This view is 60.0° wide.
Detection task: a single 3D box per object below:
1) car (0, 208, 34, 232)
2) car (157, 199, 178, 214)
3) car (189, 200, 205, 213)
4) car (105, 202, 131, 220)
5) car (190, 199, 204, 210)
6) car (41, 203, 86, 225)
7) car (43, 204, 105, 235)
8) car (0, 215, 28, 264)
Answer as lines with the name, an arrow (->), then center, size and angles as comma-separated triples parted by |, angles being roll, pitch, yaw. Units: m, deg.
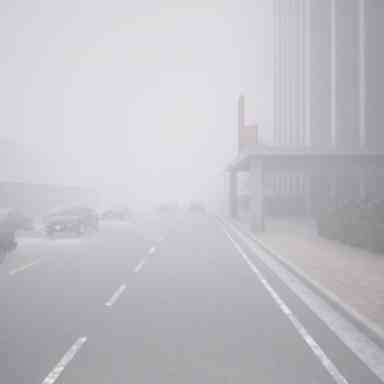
car -> -10.366, 1.614, 18.188 | 1.812, 1.442, 4.674 | 0, 0, 1
car -> -2.928, 1.712, 38.072 | 1.812, 1.442, 4.674 | 0, 0, 1
car -> 0.625, 1.798, 40.166 | 1.895, 1.301, 4.718 | 0, 0, 1
car -> -6.683, 1.671, 29.767 | 1.812, 1.442, 4.674 | 0, 0, 1
car -> 0.739, 1.803, 48.925 | 1.994, 1.385, 4.181 | 0, 0, 1
car -> -10.158, 1.683, 26.715 | 1.812, 1.442, 4.674 | 0, 0, 1
car -> -6.850, 1.600, 19.491 | 1.837, 1.490, 4.892 | 0, 0, 1
car -> -6.994, 1.592, 9.233 | 2.033, 1.411, 5.357 | 0, 0, 1
